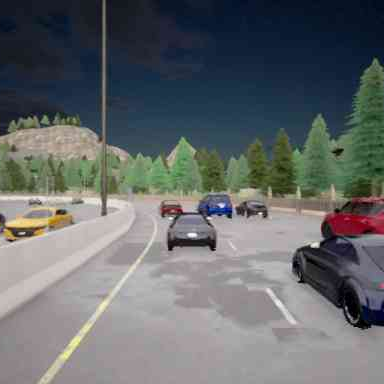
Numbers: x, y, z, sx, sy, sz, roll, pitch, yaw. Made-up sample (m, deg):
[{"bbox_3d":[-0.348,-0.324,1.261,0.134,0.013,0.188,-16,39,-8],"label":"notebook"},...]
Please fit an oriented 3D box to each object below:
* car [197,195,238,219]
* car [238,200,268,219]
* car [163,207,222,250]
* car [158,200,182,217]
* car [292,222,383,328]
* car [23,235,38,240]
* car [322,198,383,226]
[{"bbox_3d":[1.922,1.241,29.042,2.150,2.045,5.566,0,0,-10],"label":"car"},{"bbox_3d":[5.250,1.526,29.951,1.837,1.490,4.892,0,0,-10],"label":"car"},{"bbox_3d":[-0.077,1.574,14.442,1.994,1.385,4.181,0,0,-2],"label":"car"},{"bbox_3d":[-2.123,1.499,31.454,1.882,1.535,5.008,0,0,-11],"label":"car"},{"bbox_3d":[3.592,1.569,6.980,1.994,1.385,4.181,0,0,0],"label":"car"},{"bbox_3d":[-7.364,1.489,16.589,1.882,1.535,5.008,0,0,-3],"label":"car"},{"bbox_3d":[7.007,1.230,12.771,2.150,2.045,5.566,0,0,-2],"label":"car"}]
